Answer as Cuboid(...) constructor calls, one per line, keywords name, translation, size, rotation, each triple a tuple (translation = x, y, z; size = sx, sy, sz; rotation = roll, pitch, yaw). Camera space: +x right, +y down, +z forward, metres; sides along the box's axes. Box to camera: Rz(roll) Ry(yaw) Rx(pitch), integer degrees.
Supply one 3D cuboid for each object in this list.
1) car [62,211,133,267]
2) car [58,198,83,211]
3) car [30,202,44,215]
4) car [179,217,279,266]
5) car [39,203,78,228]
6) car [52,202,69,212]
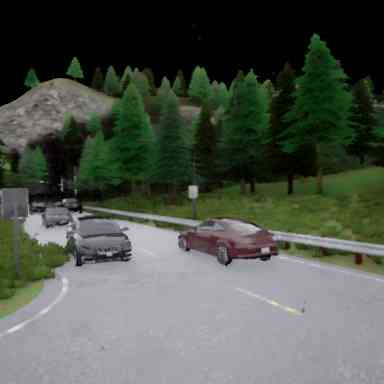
Cuboid(name="car", translation=(-3.648, 1.717, 12.671), size=(1.837, 1.490, 4.892), rotation=(-1, 1, -26))
Cuboid(name="car", translation=(-15.445, 1.748, 42.485), size=(2.150, 2.045, 5.566), rotation=(-1, 0, -28))
Cuboid(name="car", translation=(-20.424, 2.127, 44.242), size=(1.882, 1.535, 5.008), rotation=(-1, 0, -28))
Cuboid(name="car", translation=(1.151, 1.625, 12.089), size=(1.812, 1.442, 4.674), rotation=(-1, 0, -28))
Cuboid(name="car", translation=(-10.085, 1.886, 24.879), size=(1.837, 1.490, 4.892), rotation=(-1, 0, -28))
Cuboid(name="car", translation=(-20.524, 2.259, 51.841), size=(1.895, 1.301, 4.718), rotation=(-1, 0, -28))
